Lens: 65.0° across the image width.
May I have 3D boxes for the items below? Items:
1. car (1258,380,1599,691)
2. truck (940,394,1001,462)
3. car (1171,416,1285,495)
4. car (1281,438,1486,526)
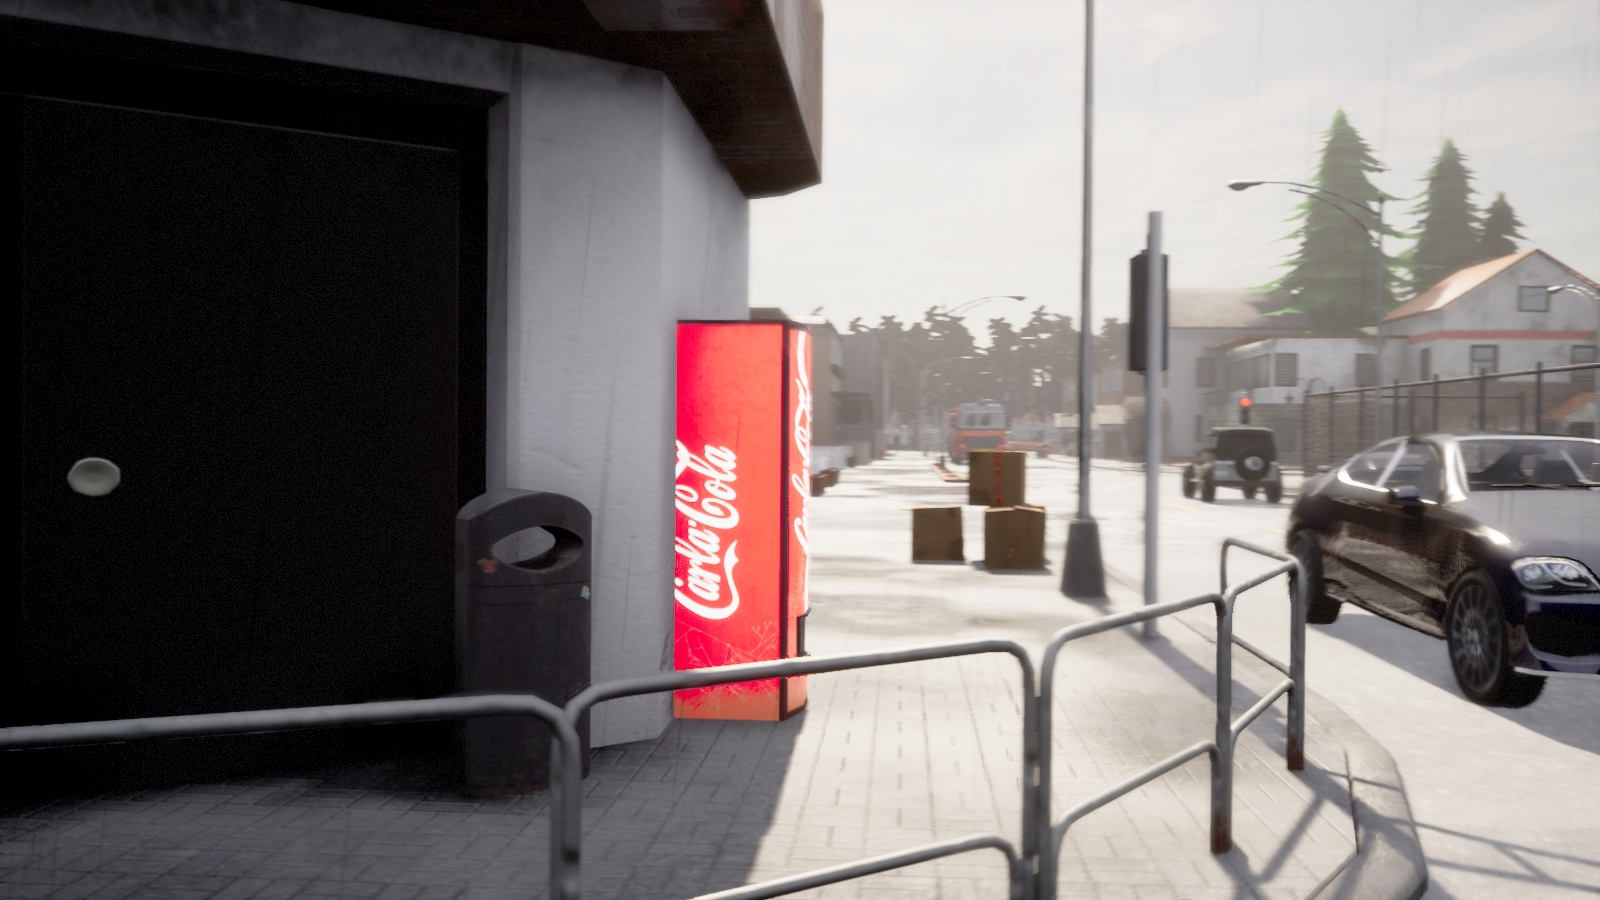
[{"bbox_3d":[5.163,0.418,9.115,2.152,1.651,5.027,-1,1,4],"label":"car"},{"bbox_3d":[10.124,-1.296,75.236,2.891,3.827,8.468,-1,1,3],"label":"truck"},{"bbox_3d":[10.870,0.118,32.152,1.905,1.878,3.866,-1,1,6],"label":"car"},{"bbox_3d":[10.146,0.501,22.219,1.994,1.385,4.181,-1,1,5],"label":"car"}]
